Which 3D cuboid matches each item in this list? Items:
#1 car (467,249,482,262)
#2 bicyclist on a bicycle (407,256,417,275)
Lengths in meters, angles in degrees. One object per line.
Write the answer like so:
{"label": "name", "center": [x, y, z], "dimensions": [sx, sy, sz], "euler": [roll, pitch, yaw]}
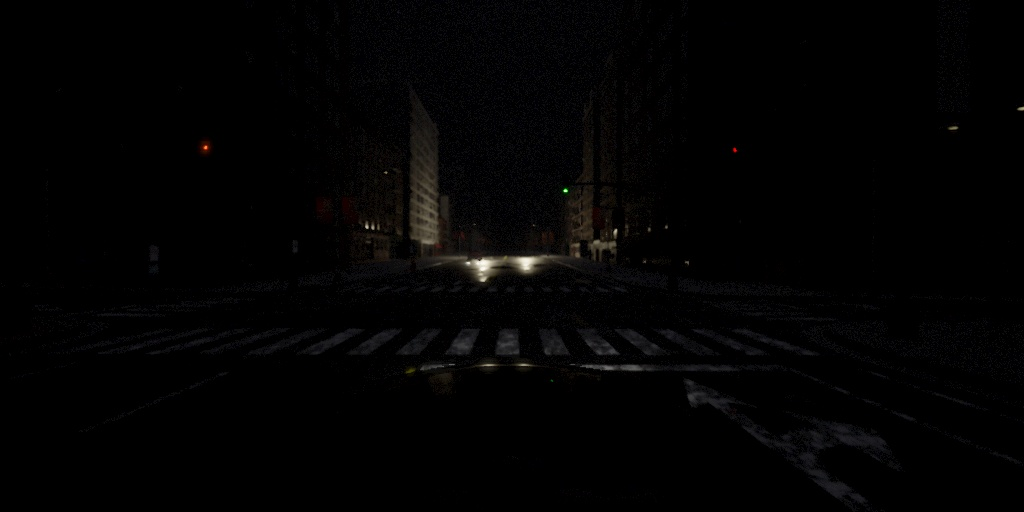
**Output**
{"label": "car", "center": [-6.429, -0.105, 62.234], "dimensions": [2.150, 2.045, 5.566], "euler": [0, 1, 0]}
{"label": "bicyclist on a bicycle", "center": [-8.748, 0.840, 31.513], "dimensions": [0.866, 1.612, 1.509], "euler": [0, 1, 0]}
